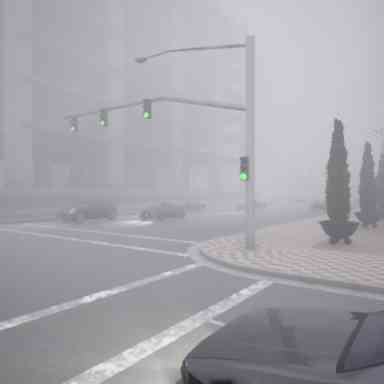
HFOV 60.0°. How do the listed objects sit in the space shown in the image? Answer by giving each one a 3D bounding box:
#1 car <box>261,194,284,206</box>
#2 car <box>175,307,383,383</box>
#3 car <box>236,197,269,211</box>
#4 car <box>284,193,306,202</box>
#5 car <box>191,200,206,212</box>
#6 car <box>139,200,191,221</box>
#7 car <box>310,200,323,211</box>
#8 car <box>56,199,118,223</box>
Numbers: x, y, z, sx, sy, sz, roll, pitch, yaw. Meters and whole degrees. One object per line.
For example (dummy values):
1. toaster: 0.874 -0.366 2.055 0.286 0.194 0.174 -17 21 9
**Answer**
1. car: 12.632 1.460 53.650 1.882 1.535 5.008 0 0 36
2. car: 2.429 1.548 2.230 5.357 1.411 2.033 0 0 36
3. car: 7.153 1.586 40.218 1.895 1.301 4.718 0 0 36
4. car: 16.768 1.227 53.362 1.812 1.442 4.674 0 0 36
5. car: -0.510 1.583 35.597 1.895 1.301 4.718 0 0 36
6. car: -2.323 1.549 27.115 1.994 1.385 4.181 0 0 36
7. car: 15.693 1.592 39.754 1.895 1.301 4.718 0 0 36
8. car: -7.931 1.334 25.330 2.097 1.767 4.553 0 0 36
